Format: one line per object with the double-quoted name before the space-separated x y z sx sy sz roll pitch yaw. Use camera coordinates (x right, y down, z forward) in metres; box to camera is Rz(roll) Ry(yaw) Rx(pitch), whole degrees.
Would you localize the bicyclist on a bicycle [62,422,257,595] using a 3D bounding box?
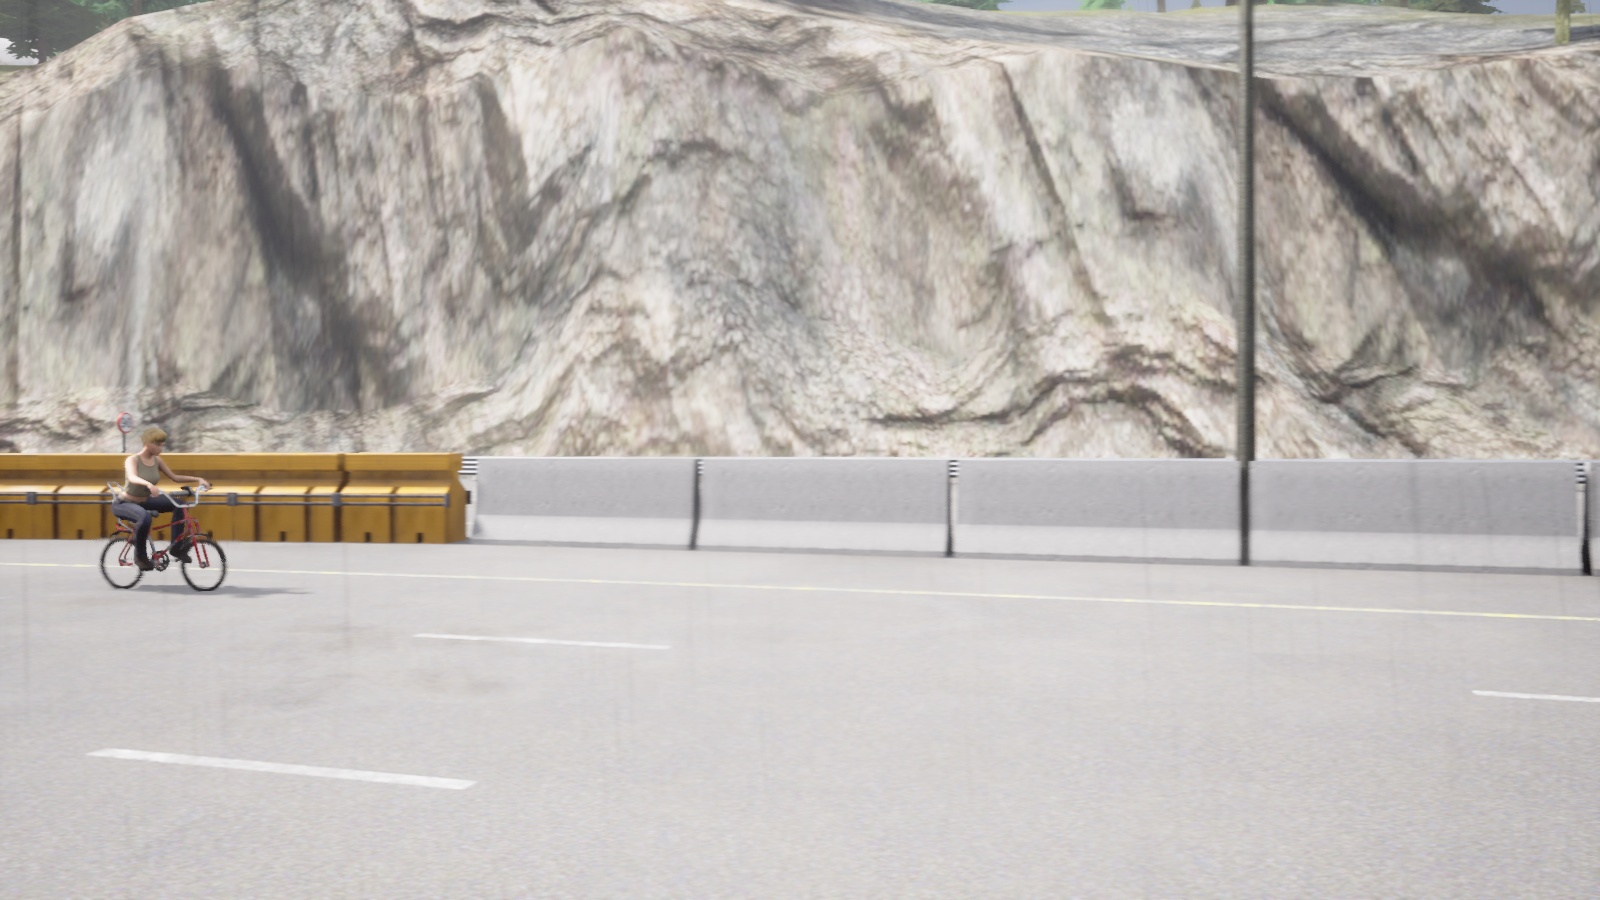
"bicyclist on a bicycle" -6.295 0.537 12.381 1.509 1.612 0.866 0 1 15
